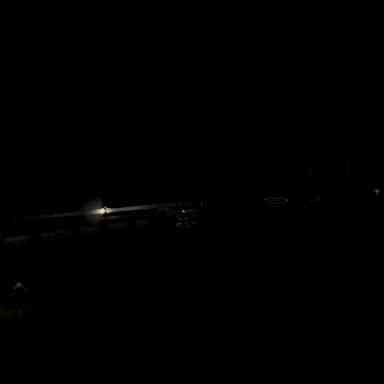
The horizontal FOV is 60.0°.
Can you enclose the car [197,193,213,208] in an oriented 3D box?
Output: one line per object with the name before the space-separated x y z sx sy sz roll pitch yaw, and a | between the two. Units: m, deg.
car | 2.536 0.778 32.049 2.128 1.511 4.902 0 1 42
